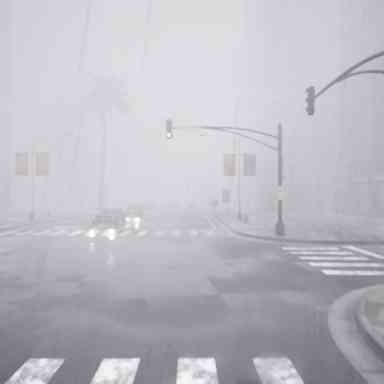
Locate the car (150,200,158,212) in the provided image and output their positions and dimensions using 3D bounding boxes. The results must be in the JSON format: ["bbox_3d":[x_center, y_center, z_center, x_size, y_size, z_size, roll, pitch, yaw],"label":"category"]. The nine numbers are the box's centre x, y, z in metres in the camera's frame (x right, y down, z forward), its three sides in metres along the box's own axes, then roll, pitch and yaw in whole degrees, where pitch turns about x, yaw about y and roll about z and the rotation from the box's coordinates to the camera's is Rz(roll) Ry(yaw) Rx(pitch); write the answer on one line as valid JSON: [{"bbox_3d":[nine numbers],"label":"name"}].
[{"bbox_3d":[-6.571,2.386,52.717,1.994,1.385,4.181,0,-1,0],"label":"car"}]

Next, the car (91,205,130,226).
[{"bbox_3d":[-6.598,1.964,26.876,1.895,1.301,4.718,0,-1,0],"label":"car"}]

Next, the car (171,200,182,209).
[{"bbox_3d":[-3.181,2.513,68.339,2.097,1.767,4.553,0,-1,0],"label":"car"}]

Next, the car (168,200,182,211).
[{"bbox_3d":[-3.141,2.476,57.764,2.033,1.411,5.357,0,-1,-1],"label":"car"}]

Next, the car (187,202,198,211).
[{"bbox_3d":[0.058,2.525,57.537,1.895,1.301,4.718,0,-1,1],"label":"car"}]

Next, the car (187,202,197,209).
[{"bbox_3d":[0.009,2.692,67.540,2.033,1.411,5.357,0,-1,0],"label":"car"}]

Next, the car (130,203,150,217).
[{"bbox_3d":[-6.589,2.052,38.964,2.128,1.511,4.902,0,-1,0],"label":"car"}]
